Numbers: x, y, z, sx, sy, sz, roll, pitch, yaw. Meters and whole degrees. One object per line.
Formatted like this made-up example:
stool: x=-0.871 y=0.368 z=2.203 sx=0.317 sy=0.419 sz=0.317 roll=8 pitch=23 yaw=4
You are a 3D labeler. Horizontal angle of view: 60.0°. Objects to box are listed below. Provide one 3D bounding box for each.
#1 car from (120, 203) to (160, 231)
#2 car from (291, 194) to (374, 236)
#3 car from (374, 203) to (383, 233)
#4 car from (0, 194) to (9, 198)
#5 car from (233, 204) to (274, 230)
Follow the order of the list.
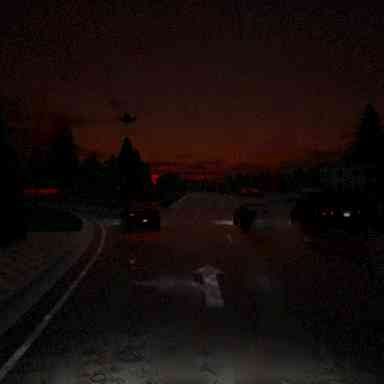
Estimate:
car: x=-3.202 y=1.367 z=20.049 sx=1.882 sy=1.535 sz=5.008 roll=0 pitch=0 yaw=-17
car: x=7.102 y=1.122 z=17.933 sx=2.150 sy=2.045 sz=5.566 roll=0 pitch=0 yaw=0
car: x=10.601 y=1.388 z=18.778 sx=2.128 sy=1.511 sz=4.902 roll=0 pitch=0 yaw=0
car: x=-38.706 y=1.154 z=67.176 sx=4.902 sy=1.511 sz=2.128 roll=0 pitch=0 yaw=40
car: x=3.602 y=1.416 z=19.856 sx=1.812 sy=1.442 sz=4.674 roll=0 pitch=0 yaw=0
